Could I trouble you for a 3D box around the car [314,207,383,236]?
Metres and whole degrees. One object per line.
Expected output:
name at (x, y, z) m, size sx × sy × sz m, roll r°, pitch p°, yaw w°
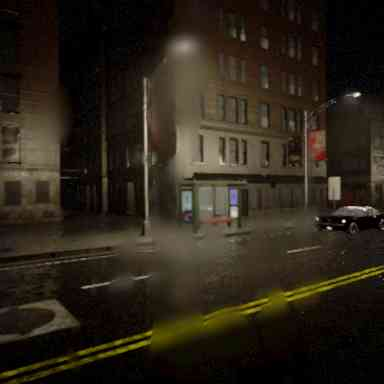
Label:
car at (8.623, 1.467, 17.811) m, size 4.718 × 1.301 × 1.895 m, roll -1°, pitch 0°, yaw -35°
